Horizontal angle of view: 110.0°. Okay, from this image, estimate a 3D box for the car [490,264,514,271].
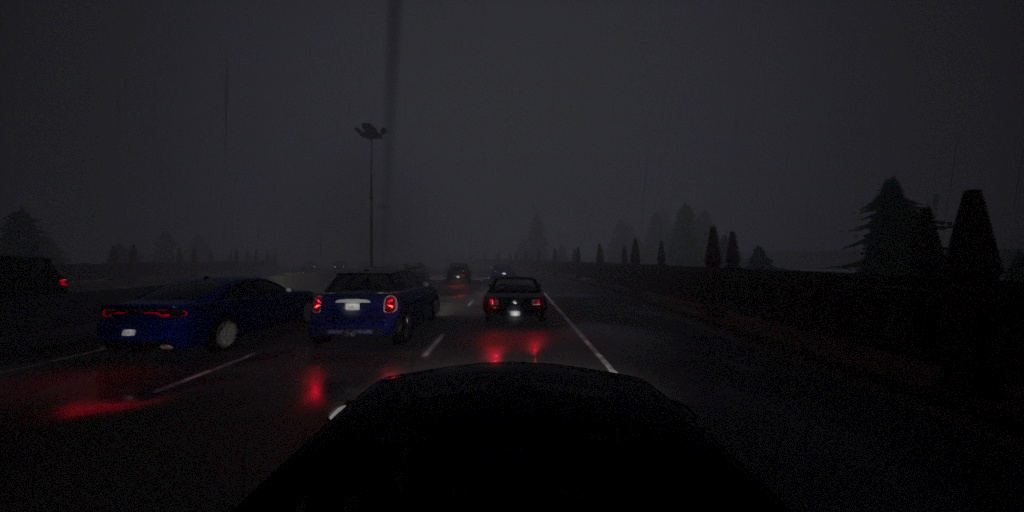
[{"bbox_3d":[-0.827,1.343,29.810,1.994,1.385,4.181,0,0,-6],"label":"car"}]

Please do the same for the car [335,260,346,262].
[{"bbox_3d":[-24.460,1.386,51.210,1.837,1.490,4.892,0,0,-22],"label":"car"}]

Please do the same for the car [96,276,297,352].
[{"bbox_3d":[-6.903,1.231,8.932,1.882,1.535,5.008,0,0,0],"label":"car"}]

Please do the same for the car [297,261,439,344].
[{"bbox_3d":[-3.402,1.106,9.770,2.097,1.767,4.553,0,0,0],"label":"car"}]

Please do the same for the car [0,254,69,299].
[{"bbox_3d":[-14.110,0.975,8.189,2.150,2.045,5.566,0,0,0],"label":"car"}]

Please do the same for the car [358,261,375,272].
[{"bbox_3d":[-20.291,1.430,50.153,1.994,1.385,4.181,0,0,-21],"label":"car"}]

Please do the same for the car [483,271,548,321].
[{"bbox_3d":[0.096,1.357,12.465,1.895,1.301,4.718,0,0,0],"label":"car"}]

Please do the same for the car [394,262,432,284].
[{"bbox_3d":[-7.700,1.272,28.450,2.128,1.511,4.902,0,0,-6],"label":"car"}]

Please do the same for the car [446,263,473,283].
[{"bbox_3d":[-4.201,1.284,28.666,1.837,1.490,4.892,0,0,-6],"label":"car"}]

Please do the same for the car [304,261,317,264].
[{"bbox_3d":[-26.871,1.399,47.825,1.812,1.442,4.674,0,0,-21],"label":"car"}]
